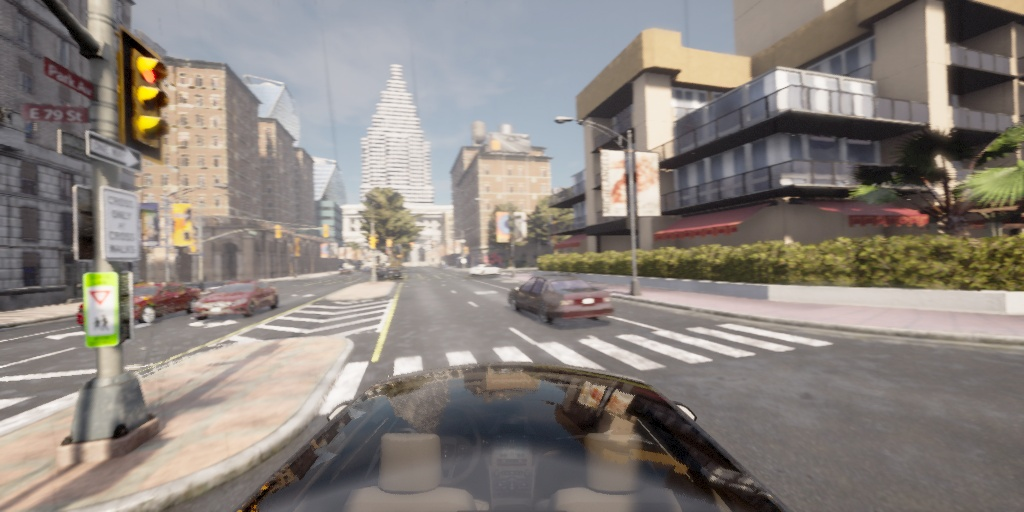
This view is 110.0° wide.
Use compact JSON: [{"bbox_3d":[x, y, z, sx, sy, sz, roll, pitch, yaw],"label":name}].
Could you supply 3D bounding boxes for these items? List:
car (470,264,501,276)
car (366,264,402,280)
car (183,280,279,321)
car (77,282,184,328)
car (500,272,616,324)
[{"bbox_3d":[-3.416,1.818,46.764,1.812,1.442,4.674,-3,-1,41],"label":"car"},{"bbox_3d":[-15.939,2.218,45.530,4.902,1.511,2.128,-2,-1,42],"label":"car"},{"bbox_3d":[-11.856,1.829,15.806,1.812,1.442,4.674,-2,-1,-16],"label":"car"},{"bbox_3d":[-15.285,1.896,15.067,1.882,1.535,5.008,-2,-1,-16],"label":"car"},{"bbox_3d":[1.383,1.347,12.321,2.033,1.411,5.357,-2,-1,-17],"label":"car"}]
